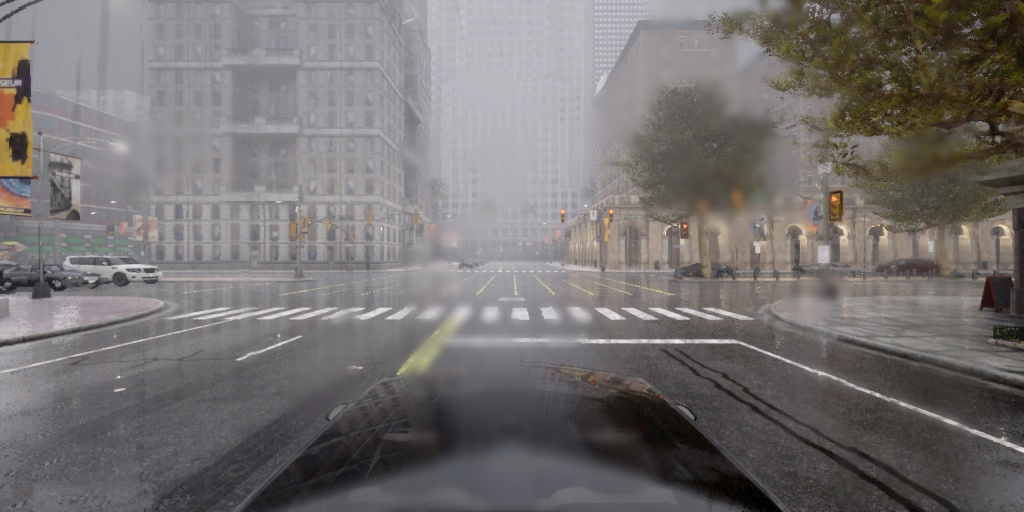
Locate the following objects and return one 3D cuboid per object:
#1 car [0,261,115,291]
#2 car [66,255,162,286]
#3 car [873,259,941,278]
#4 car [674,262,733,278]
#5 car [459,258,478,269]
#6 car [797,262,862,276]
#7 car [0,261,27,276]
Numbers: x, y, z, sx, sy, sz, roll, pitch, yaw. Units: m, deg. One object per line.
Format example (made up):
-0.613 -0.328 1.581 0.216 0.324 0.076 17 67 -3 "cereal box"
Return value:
-27.067 1.241 21.036 4.902 1.511 2.128 0 0 0 "car"
-27.388 0.971 24.552 5.566 2.045 2.150 0 0 2 "car"
35.677 1.101 32.421 4.553 1.767 2.097 0 0 0 "car"
17.262 1.254 32.513 4.892 1.490 1.837 0 0 0 "car"
-7.120 1.102 56.621 2.097 1.767 4.553 0 0 0 "car"
31.908 1.351 35.942 4.718 1.301 1.895 0 0 0 "car"
-52.548 1.255 36.916 4.892 1.490 1.837 0 0 20 "car"
